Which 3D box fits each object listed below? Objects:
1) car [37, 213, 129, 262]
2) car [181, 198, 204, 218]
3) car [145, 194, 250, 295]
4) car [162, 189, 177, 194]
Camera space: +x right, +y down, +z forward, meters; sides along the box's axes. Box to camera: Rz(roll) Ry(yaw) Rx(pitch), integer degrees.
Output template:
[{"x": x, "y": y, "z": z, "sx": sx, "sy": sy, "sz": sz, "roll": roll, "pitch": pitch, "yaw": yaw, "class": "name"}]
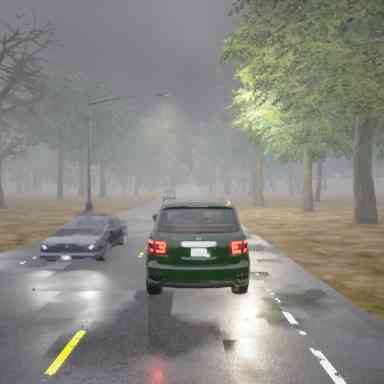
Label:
[{"x": -3.625, "y": 1.488, "z": 12.225, "sx": 2.033, "sy": 1.411, "sz": 5.357, "roll": 0, "pitch": 0, "yaw": 0, "class": "car"}, {"x": 0.032, "y": 1.326, "z": 28.287, "sx": 1.812, "sy": 1.442, "sz": 4.674, "roll": 0, "pitch": 1, "yaw": 0, "class": "car"}, {"x": 0.091, "y": 1.188, "z": 8.806, "sx": 2.150, "sy": 2.045, "sz": 5.566, "roll": 0, "pitch": 0, "yaw": -1, "class": "car"}, {"x": -3.607, "y": 0.465, "z": 54.101, "sx": 2.150, "sy": 2.045, "sz": 5.566, "roll": 0, "pitch": 1, "yaw": 0, "class": "car"}]
